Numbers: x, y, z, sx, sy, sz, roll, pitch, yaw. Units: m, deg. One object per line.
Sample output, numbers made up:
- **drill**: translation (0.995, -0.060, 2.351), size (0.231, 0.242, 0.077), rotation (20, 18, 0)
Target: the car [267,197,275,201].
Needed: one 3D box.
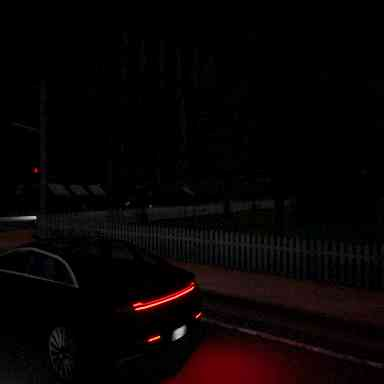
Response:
- **car**: translation (15.208, 1.547, 59.887), size (2.033, 1.411, 5.357), rotation (0, 0, 34)

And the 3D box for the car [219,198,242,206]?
- **car**: translation (6.235, 1.601, 52.836), size (1.895, 1.301, 4.718), rotation (0, 0, 34)

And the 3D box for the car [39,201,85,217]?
- **car**: translation (-12.377, 1.564, 31.861), size (1.994, 1.385, 4.181), rotation (0, 0, 34)

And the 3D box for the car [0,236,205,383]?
- **car**: translation (-2.118, 1.491, 5.451), size (4.902, 1.511, 2.128), rotation (0, 0, 36)

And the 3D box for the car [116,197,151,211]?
- **car**: translation (-6.960, 1.352, 39.885), size (2.097, 1.767, 4.553), rotation (0, 0, 34)

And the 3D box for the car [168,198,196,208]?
- **car**: translation (-1.402, 1.601, 48.105), size (1.895, 1.301, 4.718), rotation (0, 0, 34)
